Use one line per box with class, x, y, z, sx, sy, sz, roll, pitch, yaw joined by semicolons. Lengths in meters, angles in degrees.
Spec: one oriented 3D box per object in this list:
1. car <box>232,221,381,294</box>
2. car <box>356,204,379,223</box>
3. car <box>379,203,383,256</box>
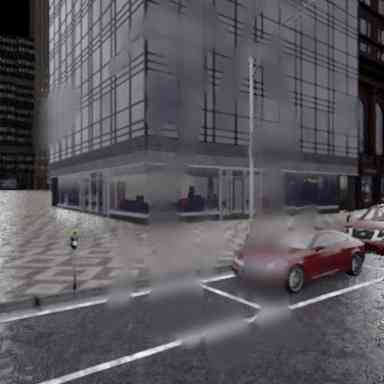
car;2.963;1.596;8.791;4.206;1.307;1.802;0;0;-36
car;7.370;1.340;11.957;5.009;1.841;2.192;0;0;-36
car;7.447;1.242;8.730;5.566;2.045;2.150;0;0;-36
